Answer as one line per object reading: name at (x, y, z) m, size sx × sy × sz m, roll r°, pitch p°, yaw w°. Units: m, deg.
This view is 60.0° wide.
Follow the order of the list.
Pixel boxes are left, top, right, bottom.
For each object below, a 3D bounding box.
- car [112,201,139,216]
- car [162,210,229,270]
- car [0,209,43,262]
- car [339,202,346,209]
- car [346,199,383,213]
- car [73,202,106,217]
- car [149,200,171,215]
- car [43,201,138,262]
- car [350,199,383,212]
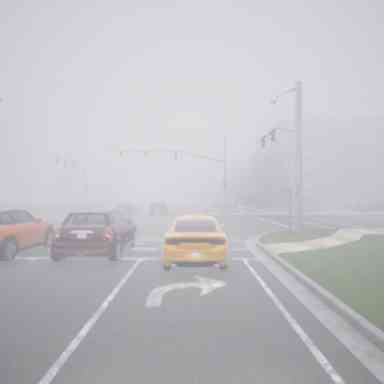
car at (-6.902, 1.664, 34.756) m, size 1.994 × 1.385 × 4.181 m, roll 0°, pitch 0°, yaw 0°
car at (0.121, 1.511, 11.238) m, size 1.882 × 1.535 × 5.008 m, roll 0°, pitch 0°, yaw 1°
car at (-6.904, 1.388, 12.401) m, size 2.097 × 1.767 × 4.553 m, roll 0°, pitch 0°, yaw 0°
car at (22.210, 1.655, 44.550) m, size 4.674 × 1.442 × 1.812 m, roll 0°, pitch 0°, yaw 0°
car at (20.610, 1.601, 37.539) m, size 4.902 × 1.511 × 2.128 m, roll 0°, pitch 0°, yaw 0°
car at (-10.401, 1.699, 33.998) m, size 1.895 × 1.301 × 4.718 m, roll 0°, pitch 0°, yaw 0°
car at (-3.402, 1.606, 35.006) m, size 1.837 × 1.490 × 4.892 m, roll 0°, pitch 0°, yaw 0°
car at (-3.404, 1.388, 12.390) m, size 2.097 × 1.767 × 4.553 m, roll 0°, pitch 0°, yaw 0°
car at (22.521, 1.597, 41.052) m, size 5.008 × 1.535 × 1.882 m, roll 0°, pitch 0°, yaw 0°
